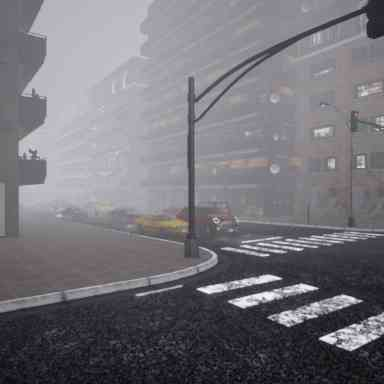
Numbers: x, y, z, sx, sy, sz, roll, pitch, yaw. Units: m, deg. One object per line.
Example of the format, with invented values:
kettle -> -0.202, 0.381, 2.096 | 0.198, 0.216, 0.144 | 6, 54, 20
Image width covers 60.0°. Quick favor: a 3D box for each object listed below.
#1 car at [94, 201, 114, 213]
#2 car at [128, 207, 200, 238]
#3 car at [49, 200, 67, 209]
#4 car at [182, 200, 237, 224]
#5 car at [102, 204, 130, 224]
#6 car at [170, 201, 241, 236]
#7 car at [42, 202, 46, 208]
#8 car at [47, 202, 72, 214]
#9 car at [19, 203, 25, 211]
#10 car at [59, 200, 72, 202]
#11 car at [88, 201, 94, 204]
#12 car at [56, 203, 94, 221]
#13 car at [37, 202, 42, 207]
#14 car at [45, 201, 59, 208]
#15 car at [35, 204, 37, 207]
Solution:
car -> -12.441, 2.290, 49.539 | 1.801, 1.575, 5.366 | 0, -1, -36
car -> -1.838, 1.833, 19.942 | 1.752, 1.417, 4.829 | -1, 0, -36
car -> -28.574, 2.623, 70.824 | 2.192, 1.841, 5.009 | -1, 0, -36
car -> 1.433, 1.713, 29.622 | 2.192, 1.841, 5.009 | -1, 0, -36
car -> -5.888, 2.038, 29.926 | 2.033, 1.411, 5.357 | 0, -1, -36
car -> 0.891, 1.635, 20.630 | 2.097, 1.767, 4.553 | 0, -1, -36
car -> -31.901, 2.973, 75.401 | 1.947, 1.339, 4.313 | -1, 0, -36
car -> -18.946, 2.493, 47.992 | 1.895, 1.301, 4.718 | 0, -1, -36
car -> -31.946, 2.770, 61.283 | 1.887, 1.381, 4.507 | -1, 0, -36
car -> -19.605, 2.530, 54.197 | 2.033, 1.411, 5.357 | 0, -1, -36
car -> -16.464, 2.307, 55.000 | 2.097, 1.767, 4.553 | 0, -1, -36
car -> -11.940, 2.163, 33.814 | 1.887, 1.381, 4.507 | -1, 0, -36
car -> -35.236, 3.049, 79.980 | 1.887, 1.381, 4.507 | -1, 0, -36
car -> -25.285, 2.755, 61.994 | 1.895, 1.301, 4.718 | 0, -1, -36
car -> -38.565, 3.168, 84.561 | 1.947, 1.339, 4.313 | -1, 0, -36
